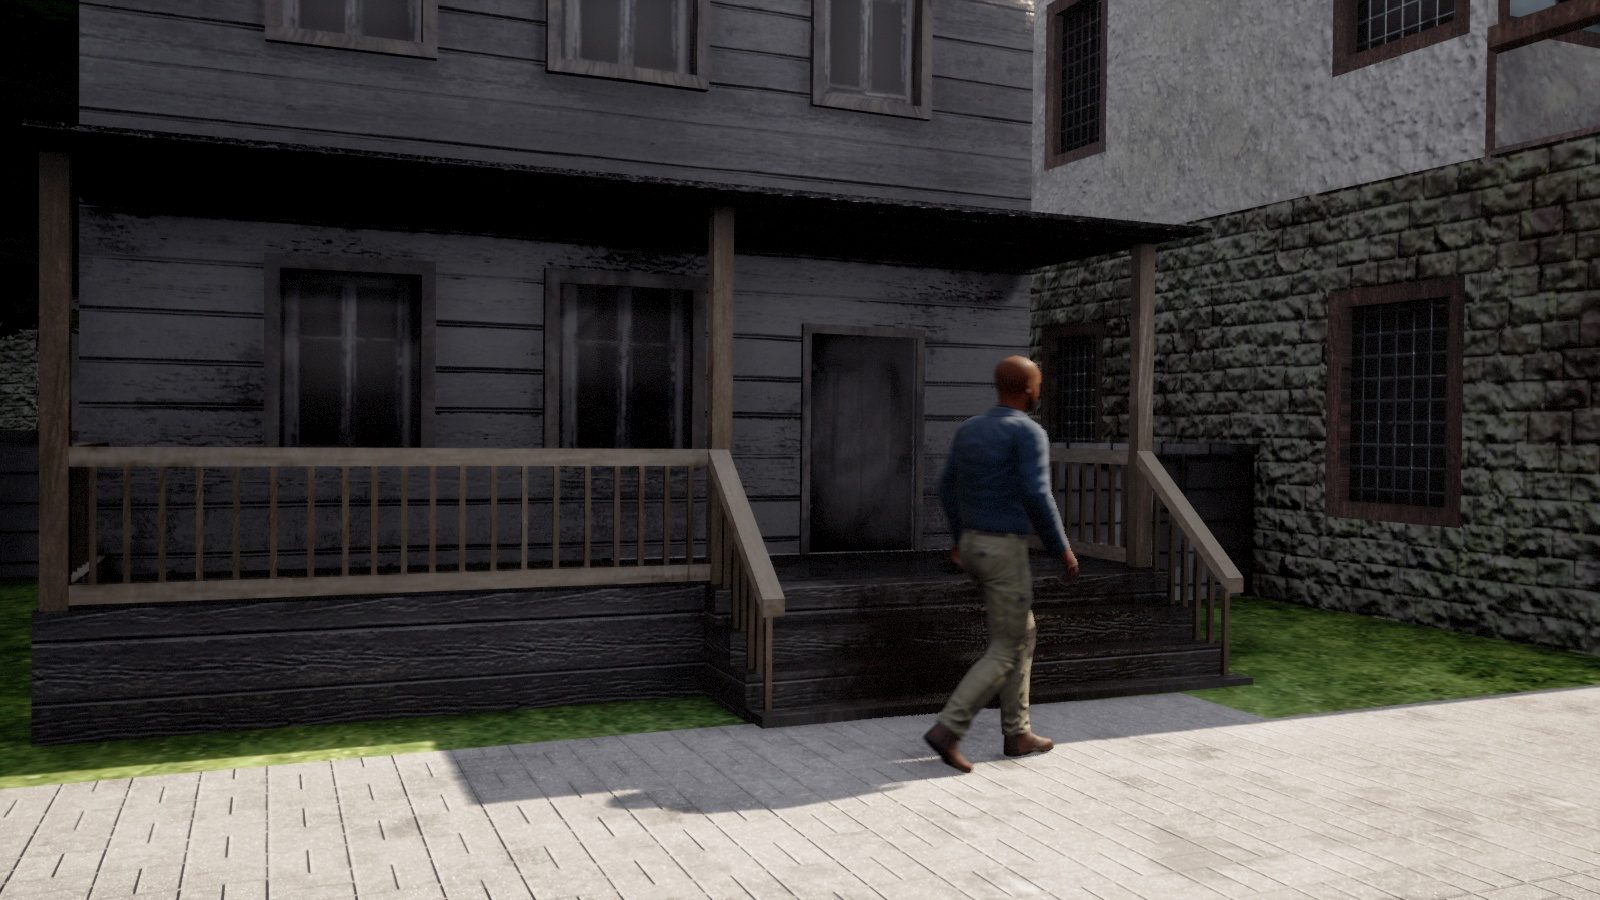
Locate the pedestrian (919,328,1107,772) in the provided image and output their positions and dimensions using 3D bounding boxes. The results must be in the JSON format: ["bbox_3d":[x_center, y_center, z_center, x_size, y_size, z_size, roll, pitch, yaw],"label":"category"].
[{"bbox_3d":[0.936,0.408,5.518,0.726,1.835,0.370,-1,1,-28],"label":"pedestrian"}]
